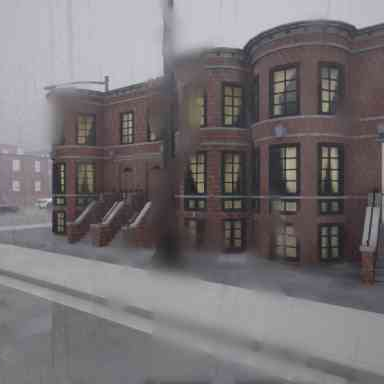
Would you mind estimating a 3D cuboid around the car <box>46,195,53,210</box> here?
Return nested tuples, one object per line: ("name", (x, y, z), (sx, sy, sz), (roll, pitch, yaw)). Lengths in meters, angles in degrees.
("car", (-14.961, 1.478, 41.406), (1.882, 1.535, 5.008), (0, 0, 36))

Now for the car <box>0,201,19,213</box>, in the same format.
("car", (-20.120, 1.564, 34.188), (1.994, 1.385, 4.181), (0, 0, 36))

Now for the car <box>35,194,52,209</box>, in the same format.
("car", (-17.592, 1.221, 43.743), (2.150, 2.045, 5.566), (0, 0, 36))
